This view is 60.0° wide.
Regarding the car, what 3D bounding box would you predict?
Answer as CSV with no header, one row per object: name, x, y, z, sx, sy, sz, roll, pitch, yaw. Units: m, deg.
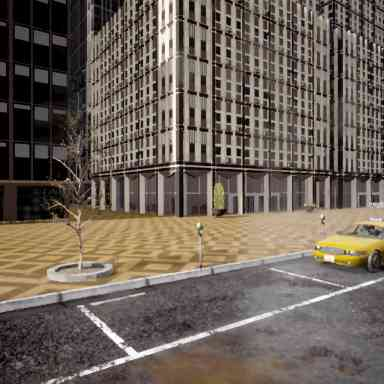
car,5.799,1.526,10.687,4.829,1.417,1.752,0,0,-35
